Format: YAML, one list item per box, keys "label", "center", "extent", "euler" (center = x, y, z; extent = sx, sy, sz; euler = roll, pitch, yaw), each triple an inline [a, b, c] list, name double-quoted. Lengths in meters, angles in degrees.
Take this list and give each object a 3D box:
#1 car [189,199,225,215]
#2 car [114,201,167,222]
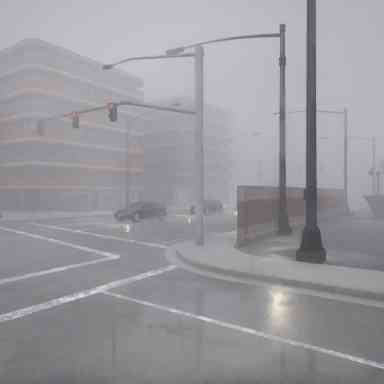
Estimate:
- label: "car"
  center: [1.627, 1.505, 34.444]
  extent: [1.837, 1.490, 4.892]
  euler: [0, 0, 35]
- label: "car"
  center: [-3.961, 1.505, 26.320]
  extent: [1.837, 1.490, 4.892]
  euler: [0, 0, 35]
